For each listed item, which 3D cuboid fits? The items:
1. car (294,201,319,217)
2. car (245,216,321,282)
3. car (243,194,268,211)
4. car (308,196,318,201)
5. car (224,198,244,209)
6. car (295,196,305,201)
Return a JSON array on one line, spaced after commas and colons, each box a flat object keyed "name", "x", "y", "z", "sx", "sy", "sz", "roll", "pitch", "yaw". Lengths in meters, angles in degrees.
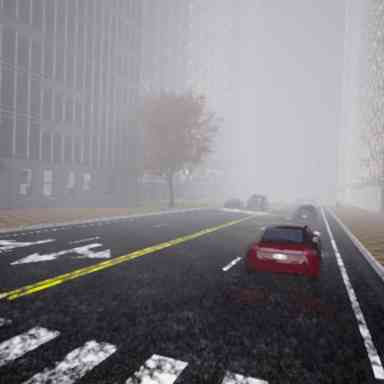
[{"name": "car", "x": 9.726, "y": 1.793, "z": 28.387, "sx": 1.812, "sy": 1.442, "sz": 4.674, "roll": 3, "pitch": 0, "yaw": 21}, {"name": "car", "x": 2.960, "y": 1.647, "z": 10.365, "sx": 1.994, "sy": 1.385, "sz": 4.181, "roll": 3, "pitch": 0, "yaw": 21}, {"name": "car", "x": 8.904, "y": 1.367, "z": 44.692, "sx": 2.150, "sy": 2.045, "sz": 5.566, "roll": 3, "pitch": 0, "yaw": 21}, {"name": "car", "x": 29.845, "y": 2.269, "z": 82.166, "sx": 1.882, "sy": 1.535, "sz": 5.008, "roll": 3, "pitch": 0, "yaw": 21}, {"name": "car", "x": 5.860, "y": 1.576, "z": 45.861, "sx": 1.994, "sy": 1.385, "sz": 4.181, "roll": 3, "pitch": 0, "yaw": 21}, {"name": "car", "x": 26.801, "y": 2.198, "z": 83.306, "sx": 2.033, "sy": 1.411, "sz": 5.357, "roll": 3, "pitch": 0, "yaw": 21}]
